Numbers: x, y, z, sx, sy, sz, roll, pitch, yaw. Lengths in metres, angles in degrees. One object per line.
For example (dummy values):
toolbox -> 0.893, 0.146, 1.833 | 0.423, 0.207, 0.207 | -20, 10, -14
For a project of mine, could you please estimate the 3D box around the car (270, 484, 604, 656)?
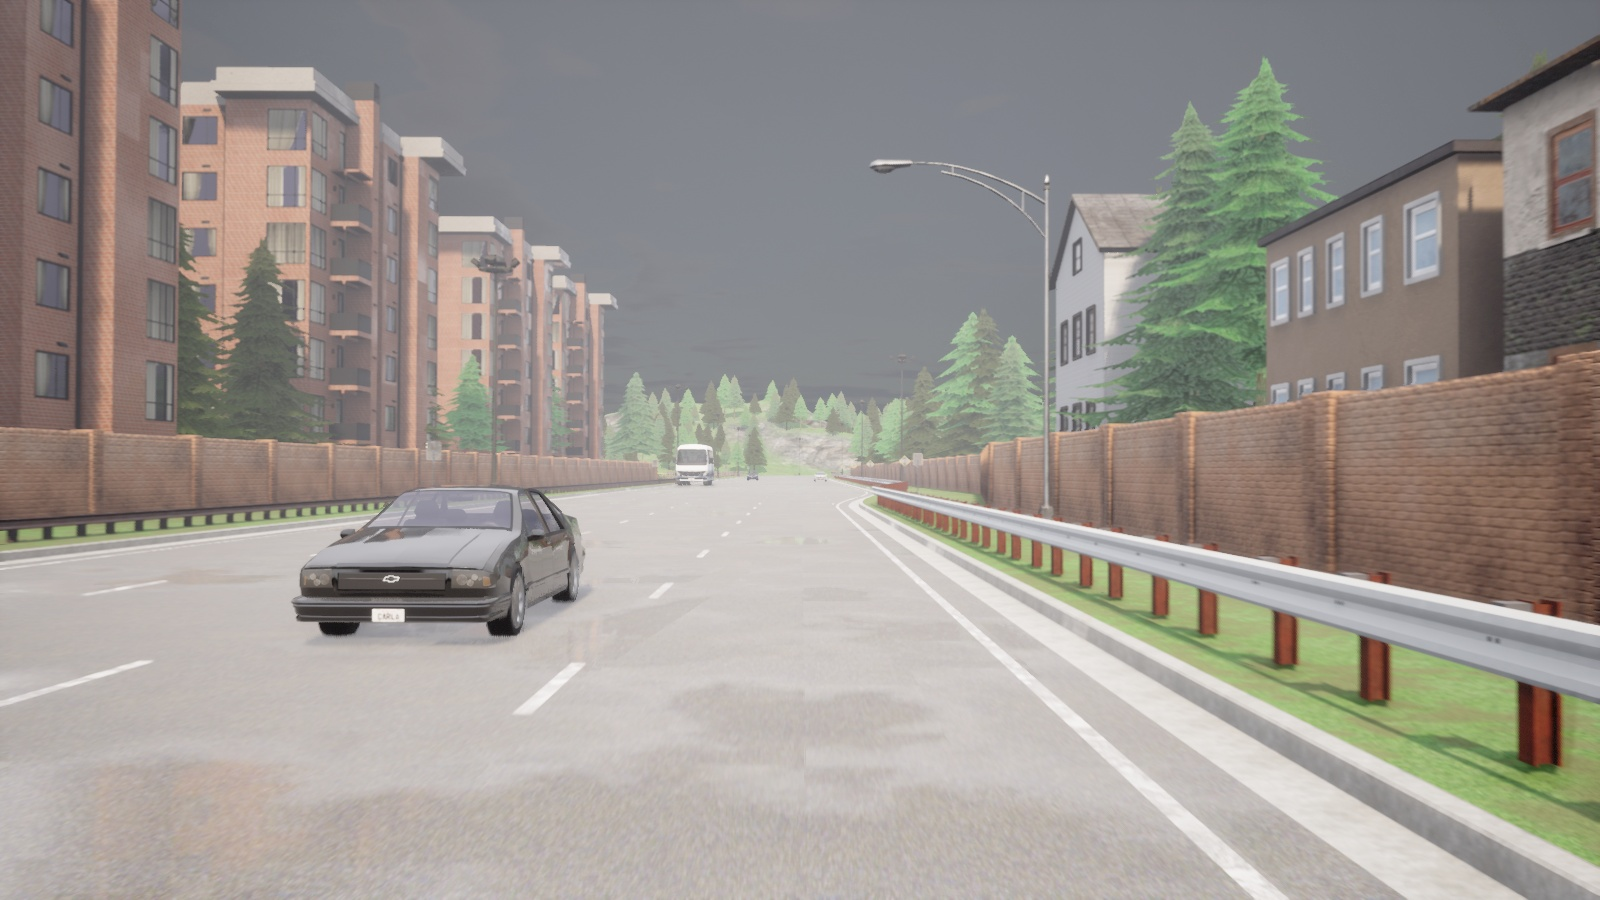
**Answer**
car -> -3.532, 1.101, 13.452 | 2.033, 1.411, 5.357 | 0, -1, 0
